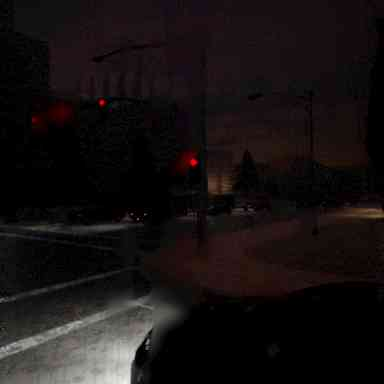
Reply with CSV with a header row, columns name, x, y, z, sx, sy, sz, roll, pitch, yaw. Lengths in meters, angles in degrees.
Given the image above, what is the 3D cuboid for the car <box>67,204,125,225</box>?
name,x,y,z,sx,sy,sz,roll,pitch,yaw
car,-7.764,1.752,27.263,1.882,1.535,5.008,-1,-1,36

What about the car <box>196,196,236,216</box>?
name,x,y,z,sx,sy,sz,roll,pitch,yaw
car,2.353,1.583,35.239,2.097,1.767,4.553,-1,-1,36

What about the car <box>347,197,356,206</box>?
name,x,y,z,sx,sy,sz,roll,pitch,yaw
car,26.121,1.631,55.734,2.128,1.511,4.902,-1,-1,36

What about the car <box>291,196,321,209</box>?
name,x,y,z,sx,sy,sz,roll,pitch,yaw
car,16.793,1.731,48.832,2.033,1.411,5.357,-1,-1,35

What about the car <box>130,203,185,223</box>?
name,x,y,z,sx,sy,sz,roll,pitch,yaw
car,-2.960,1.832,27.906,1.895,1.301,4.718,-1,-1,36

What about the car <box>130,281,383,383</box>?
name,x,y,z,sx,sy,sz,roll,pitch,yaw
car,1.407,1.571,2.994,4.181,1.385,1.994,-1,0,35

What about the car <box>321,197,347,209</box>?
name,x,y,z,sx,sy,sz,roll,pitch,yaw
car,20.246,1.704,47.648,1.994,1.385,4.181,-1,-1,37

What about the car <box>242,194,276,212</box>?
name,x,y,z,sx,sy,sz,roll,pitch,yaw
car,8.649,1.452,43.901,2.150,2.045,5.566,-1,-1,36

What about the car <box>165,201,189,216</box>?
name,x,y,z,sx,sy,sz,roll,pitch,yaw
car,-2.247,1.779,34.851,1.837,1.490,4.892,-1,-1,36

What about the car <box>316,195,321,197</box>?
name,x,y,z,sx,sy,sz,roll,pitch,yaw
car,22.999,1.688,57.391,1.837,1.490,4.892,-1,-1,36

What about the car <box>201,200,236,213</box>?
name,x,y,z,sx,sy,sz,roll,pitch,yaw
car,3.490,1.821,42.754,2.033,1.411,5.357,-1,-1,36
